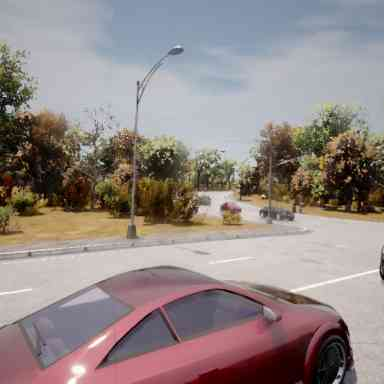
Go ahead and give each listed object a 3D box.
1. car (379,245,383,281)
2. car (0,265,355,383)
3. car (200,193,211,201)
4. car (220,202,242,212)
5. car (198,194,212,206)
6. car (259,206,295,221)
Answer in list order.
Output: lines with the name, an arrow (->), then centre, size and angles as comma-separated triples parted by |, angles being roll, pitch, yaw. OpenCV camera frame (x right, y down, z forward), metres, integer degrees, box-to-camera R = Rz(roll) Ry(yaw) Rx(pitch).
car -> 6.967, 1.486, 8.771 | 4.553, 1.767, 2.097 | 2, -1, -36
car -> -0.051, 1.571, 3.713 | 4.181, 1.385, 1.994 | 0, 0, -36
car -> 3.106, 1.124, 78.681 | 2.128, 1.511, 4.902 | 2, 2, -1
car -> 5.456, 2.170, 46.945 | 1.812, 1.442, 4.674 | 3, 1, -18
car -> 2.090, 1.565, 59.562 | 2.097, 1.767, 4.553 | 3, 2, -11
car -> 9.342, 2.297, 36.721 | 1.837, 1.490, 4.892 | 3, -1, -23
